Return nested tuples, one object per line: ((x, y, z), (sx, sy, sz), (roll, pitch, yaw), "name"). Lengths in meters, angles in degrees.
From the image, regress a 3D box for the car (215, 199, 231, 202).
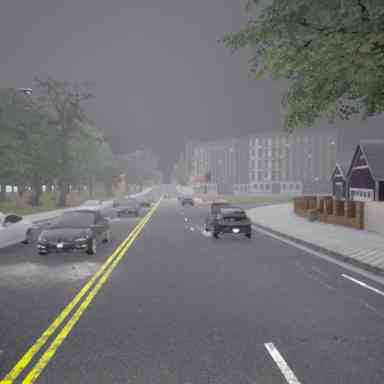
((3.393, 1.454, 35.815), (1.882, 1.535, 5.008), (1, 0, 14), "car")

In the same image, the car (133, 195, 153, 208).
((-7.037, 1.425, 47.789), (1.882, 1.535, 5.008), (0, 0, -4), "car")

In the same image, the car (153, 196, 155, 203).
((-8.265, 1.361, 65.200), (2.128, 1.511, 4.902), (0, 0, -4), "car")

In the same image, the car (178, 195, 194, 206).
((-0.809, 1.435, 52.958), (1.837, 1.490, 4.892), (0, 0, -4), "car")

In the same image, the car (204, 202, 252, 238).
((1.818, 1.492, 17.580), (1.837, 1.490, 4.892), (0, 0, -4), "car")

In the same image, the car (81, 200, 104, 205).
((-8.993, 1.496, 30.176), (1.812, 1.442, 4.674), (0, 0, -4), "car")

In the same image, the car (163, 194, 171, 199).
((-6.629, 1.182, 87.538), (2.033, 1.411, 5.357), (0, 1, -4), "car")

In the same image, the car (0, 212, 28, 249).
((-7.705, 1.515, 12.804), (1.812, 1.442, 4.674), (0, 0, -4), "car")

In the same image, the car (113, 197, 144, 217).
((-5.777, 1.475, 30.759), (1.837, 1.490, 4.892), (0, 0, -4), "car")

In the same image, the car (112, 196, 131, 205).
((-10.297, 1.451, 47.817), (1.837, 1.490, 4.892), (0, 0, -4), "car")

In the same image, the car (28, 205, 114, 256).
((-4.478, 1.494, 13.237), (1.837, 1.490, 4.892), (0, 0, -4), "car")
